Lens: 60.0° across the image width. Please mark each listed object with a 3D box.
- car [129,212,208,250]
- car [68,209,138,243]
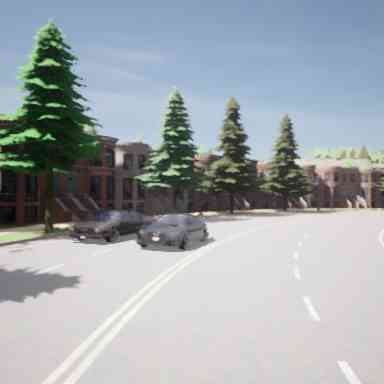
[{"bbox_3d":[-0.728,1.634,14.714,1.994,1.385,4.181,0,0,20],"label":"car"},{"bbox_3d":[-3.785,1.594,16.841,2.033,1.411,5.357,1,0,21],"label":"car"}]
